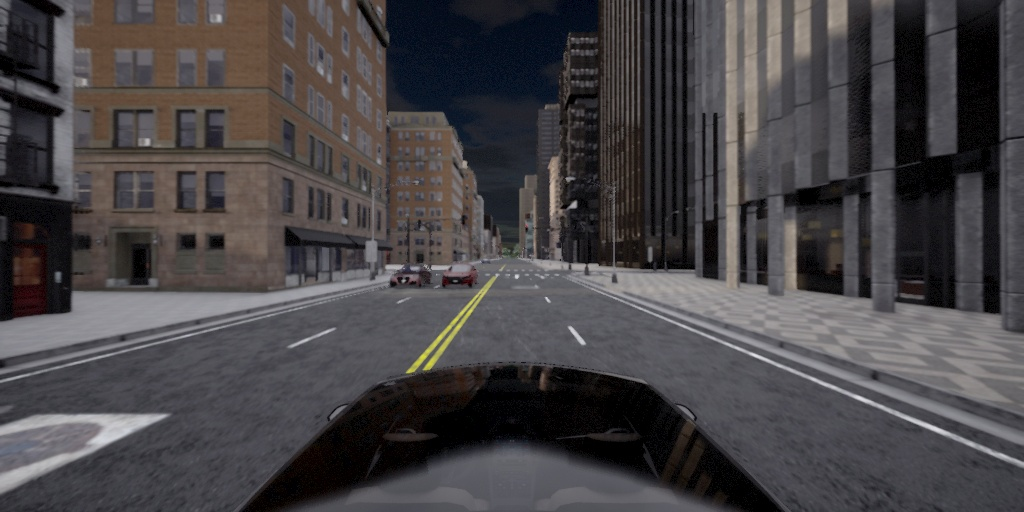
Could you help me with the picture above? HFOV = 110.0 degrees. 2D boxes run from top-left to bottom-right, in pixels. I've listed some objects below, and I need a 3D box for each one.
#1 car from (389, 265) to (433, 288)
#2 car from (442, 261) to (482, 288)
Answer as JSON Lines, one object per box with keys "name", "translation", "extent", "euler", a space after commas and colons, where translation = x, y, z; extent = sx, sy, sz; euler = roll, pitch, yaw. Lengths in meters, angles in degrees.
{"name": "car", "translation": [-6.577, 1.314, 23.732], "extent": [1.994, 1.385, 4.181], "euler": [0, 0, 0]}
{"name": "car", "translation": [-3.328, 1.227, 23.663], "extent": [1.882, 1.535, 5.008], "euler": [0, 0, 0]}
